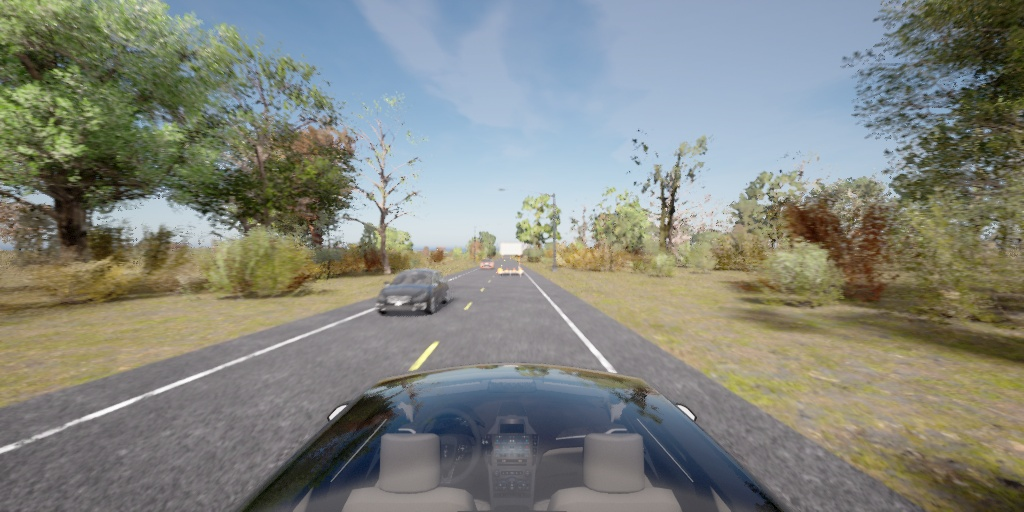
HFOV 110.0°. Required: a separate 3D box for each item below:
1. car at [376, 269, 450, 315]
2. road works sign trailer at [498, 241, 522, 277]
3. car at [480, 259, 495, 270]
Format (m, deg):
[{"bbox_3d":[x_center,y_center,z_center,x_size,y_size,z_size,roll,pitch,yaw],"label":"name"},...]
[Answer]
[{"bbox_3d":[-3.609,1.281,13.828,1.837,1.490,4.892,0,0,0],"label":"car"},{"bbox_3d":[-0.113,0.283,37.065,2.380,3.560,2.880,0,0,1],"label":"road works sign trailer"},{"bbox_3d":[-3.822,1.210,56.048,2.097,1.767,4.553,0,0,0],"label":"car"}]
